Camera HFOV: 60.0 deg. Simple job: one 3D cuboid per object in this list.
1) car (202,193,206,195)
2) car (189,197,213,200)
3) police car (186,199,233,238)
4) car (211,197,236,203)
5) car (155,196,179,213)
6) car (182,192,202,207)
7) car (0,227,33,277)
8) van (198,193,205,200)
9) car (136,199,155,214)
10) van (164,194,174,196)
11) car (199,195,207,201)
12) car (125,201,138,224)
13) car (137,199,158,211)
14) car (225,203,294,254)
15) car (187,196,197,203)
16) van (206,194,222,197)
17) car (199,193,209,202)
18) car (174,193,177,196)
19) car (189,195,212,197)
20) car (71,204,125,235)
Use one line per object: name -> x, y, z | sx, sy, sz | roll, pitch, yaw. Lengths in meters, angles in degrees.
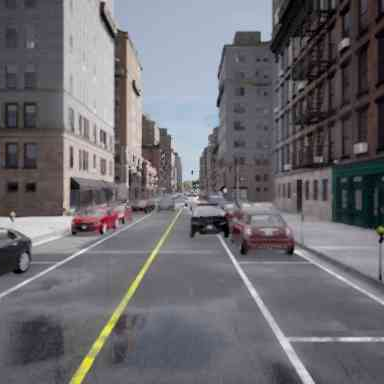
car -> 2.638, 1.284, 40.908 | 2.192, 1.841, 5.009 | 0, 0, 0
car -> 0.826, 1.436, 27.913 | 1.801, 1.575, 5.366 | 0, 0, 0
police car -> 0.825, 1.413, 17.833 | 1.930, 1.638, 5.238 | 0, 0, 0
car -> 2.637, 1.423, 24.375 | 1.967, 1.590, 4.097 | 0, 0, 0
car -> -2.818, 1.479, 36.891 | 1.837, 1.490, 4.892 | 0, 0, 0
car -> -0.003, 1.176, 51.813 | 2.150, 2.045, 5.566 | 0, 0, 0
car -> -5.388, 1.545, 7.842 | 2.008, 1.369, 4.403 | 0, 0, 0
van -> 2.691, 1.255, 94.498 | 1.690, 1.788, 3.998 | 0, 0, 0
car -> -5.387, 1.518, 35.397 | 1.887, 1.381, 4.507 | 0, 0, 0
van -> -5.407, 1.277, 72.872 | 1.690, 1.788, 3.998 | 0, 0, 0
car -> 2.701, 1.476, 83.686 | 2.008, 1.369, 4.403 | 0, 0, 0
car -> -5.388, 1.564, 24.375 | 1.802, 1.307, 4.206 | 0, 0, 0
car -> -5.387, 1.534, 40.908 | 1.947, 1.339, 4.313 | 0, 0, 0
car -> 2.637, 1.431, 13.353 | 1.967, 1.590, 4.097 | 0, 0, 0
car -> 0.001, 1.495, 66.574 | 2.033, 1.411, 5.357 | 0, 0, 0
van -> 2.638, 1.315, 35.397 | 1.690, 1.788, 3.998 | 0, 0, 0
car -> 2.706, 1.246, 78.279 | 2.192, 1.841, 5.009 | 0, 0, 0
car -> -5.404, 1.491, 83.684 | 1.947, 1.339, 4.313 | 0, 0, 0
car -> 0.826, 1.430, 33.913 | 1.801, 1.575, 5.366 | 0, 0, 0
car -> -5.388, 1.531, 18.864 | 1.887, 1.381, 4.507 | 0, 0, 0
